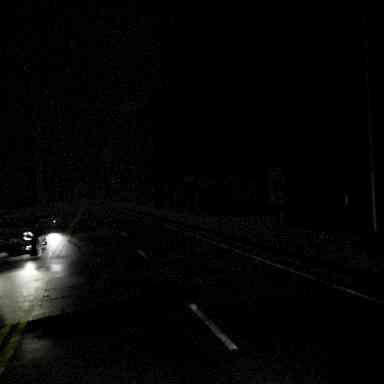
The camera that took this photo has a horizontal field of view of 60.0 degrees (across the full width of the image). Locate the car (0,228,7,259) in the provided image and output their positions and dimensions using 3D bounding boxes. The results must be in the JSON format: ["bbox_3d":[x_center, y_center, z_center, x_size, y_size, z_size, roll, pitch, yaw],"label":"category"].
[{"bbox_3d":[-5.013,1.763,5.886,1.882,1.535,5.008,-3,0,-17],"label":"car"}]

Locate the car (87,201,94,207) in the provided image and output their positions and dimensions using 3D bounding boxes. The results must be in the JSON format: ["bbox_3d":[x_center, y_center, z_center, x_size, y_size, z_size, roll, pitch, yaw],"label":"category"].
[{"bbox_3d":[-25.554,2.879,83.547,2.033,1.411,5.357,-3,0,-17],"label":"car"}]

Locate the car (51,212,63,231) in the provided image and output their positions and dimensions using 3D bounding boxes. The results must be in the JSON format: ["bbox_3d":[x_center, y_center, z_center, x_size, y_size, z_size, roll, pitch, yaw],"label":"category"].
[{"bbox_3d":[-11.003,2.238,25.292,1.895,1.301,4.718,-3,0,-17],"label":"car"}]

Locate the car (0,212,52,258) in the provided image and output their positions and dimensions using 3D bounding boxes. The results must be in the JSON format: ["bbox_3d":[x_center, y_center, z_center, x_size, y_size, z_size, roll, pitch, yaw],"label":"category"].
[{"bbox_3d":[-7.697,1.795,14.545,2.097,1.767,4.553,-3,0,-17],"label":"car"}]

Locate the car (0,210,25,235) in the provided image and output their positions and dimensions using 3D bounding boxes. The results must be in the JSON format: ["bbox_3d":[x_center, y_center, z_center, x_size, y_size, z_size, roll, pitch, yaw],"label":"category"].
[{"bbox_3d":[-14.484,2.323,25.562,2.128,1.511,4.902,-3,0,-17],"label":"car"}]

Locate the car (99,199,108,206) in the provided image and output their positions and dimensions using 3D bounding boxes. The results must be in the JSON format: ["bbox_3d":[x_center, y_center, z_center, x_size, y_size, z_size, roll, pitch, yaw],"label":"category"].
[{"bbox_3d":[-22.459,2.644,84.510,1.882,1.535,5.008,-3,0,-17],"label":"car"}]
